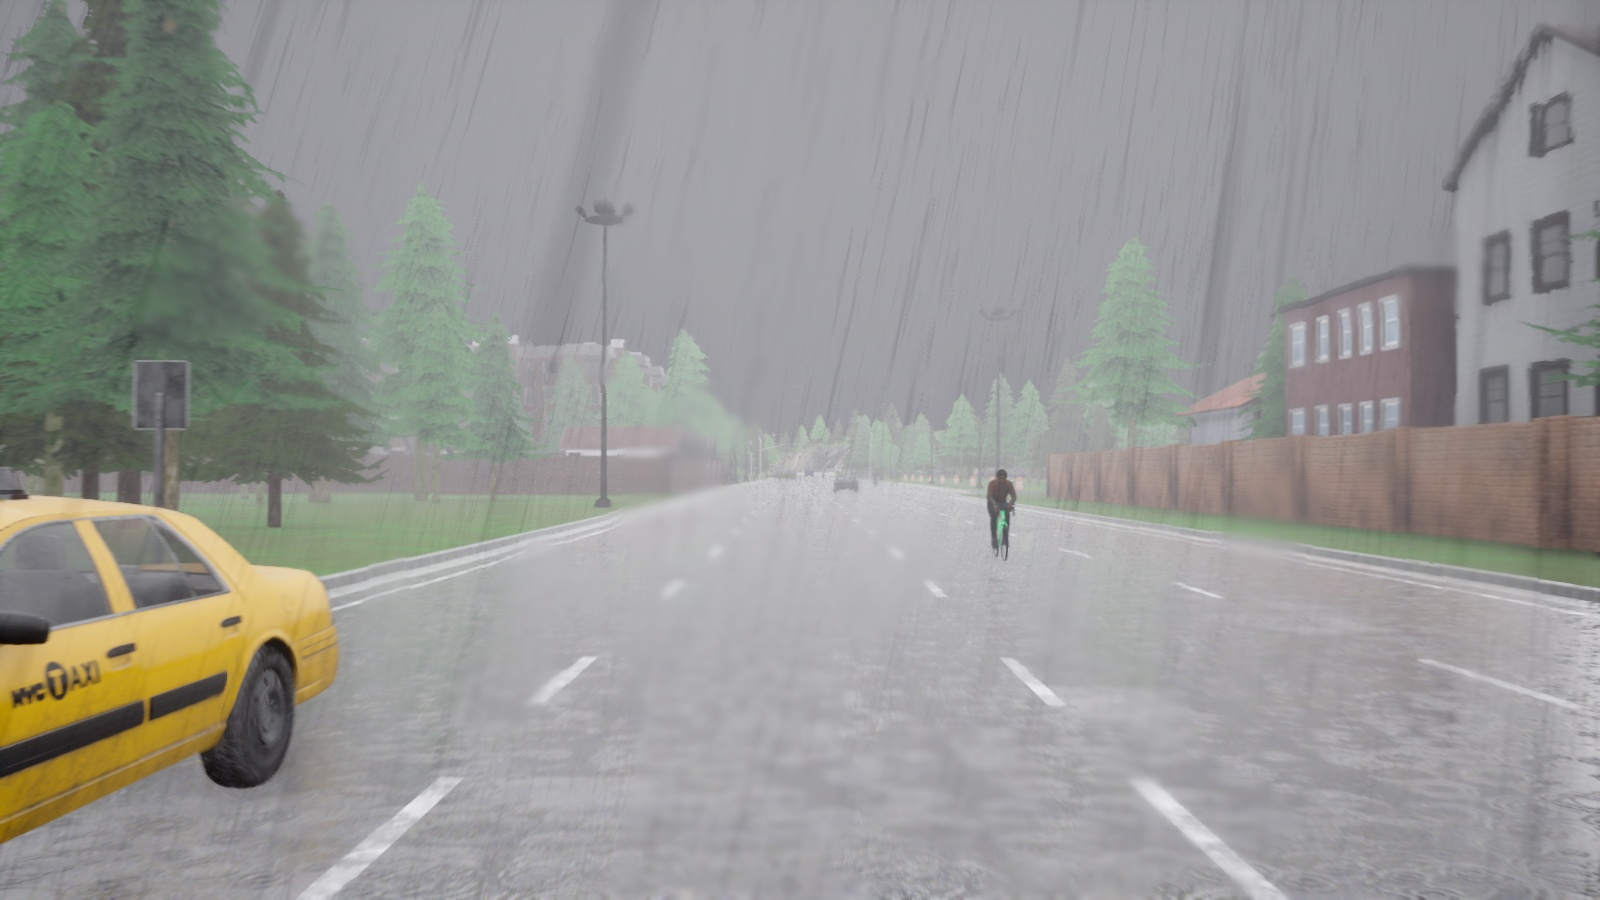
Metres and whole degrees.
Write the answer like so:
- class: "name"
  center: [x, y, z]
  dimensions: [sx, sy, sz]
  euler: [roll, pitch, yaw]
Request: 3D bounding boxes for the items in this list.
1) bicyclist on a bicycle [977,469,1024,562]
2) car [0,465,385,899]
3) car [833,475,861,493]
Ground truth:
- class: "bicyclist on a bicycle"
  center: [3.618, 1.151, 22.728]
  dimensions: [0.582, 1.620, 1.656]
  euler: [0, -1, 0]
- class: "car"
  center: [-3.508, 0.860, 5.209]
  dimensions: [1.801, 1.575, 5.366]
  euler: [0, -1, 0]
- class: "car"
  center: [3.486, 2.533, 93.441]
  dimensions: [1.895, 1.301, 4.718]
  euler: [0, -1, 0]
